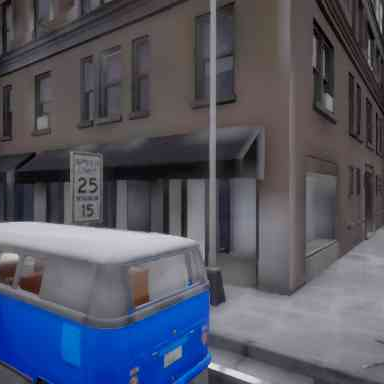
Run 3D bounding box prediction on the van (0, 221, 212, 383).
[{"bbox_3d":[-1.685,1.340,4.276,3.998,1.788,1.690,0,0,36],"label":"van"}]
